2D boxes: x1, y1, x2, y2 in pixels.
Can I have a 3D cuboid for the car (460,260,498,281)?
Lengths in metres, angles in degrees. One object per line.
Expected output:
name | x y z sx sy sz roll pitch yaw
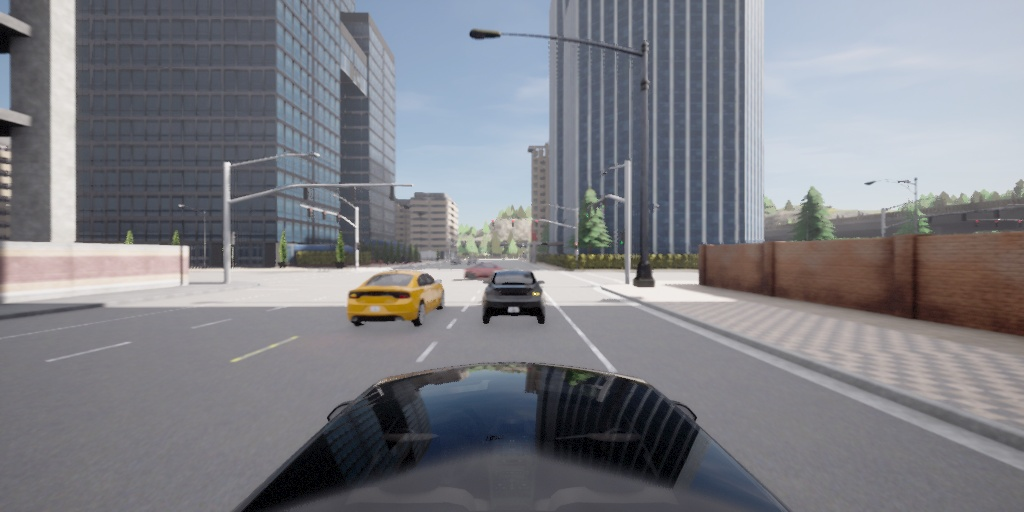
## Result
car | -1.724 1.228 28.565 4.181 1.385 1.994 0 0 -1

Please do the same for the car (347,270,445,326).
car | -3.441 1.195 11.537 1.882 1.535 5.008 0 0 0

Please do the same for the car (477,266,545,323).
car | 0.060 1.218 12.008 1.837 1.490 4.892 0 -1 0
